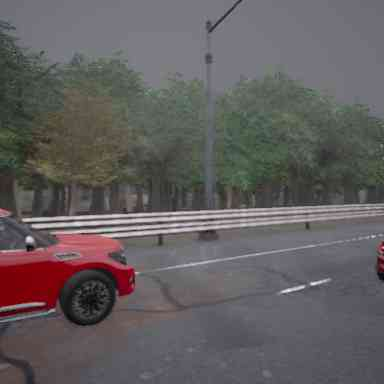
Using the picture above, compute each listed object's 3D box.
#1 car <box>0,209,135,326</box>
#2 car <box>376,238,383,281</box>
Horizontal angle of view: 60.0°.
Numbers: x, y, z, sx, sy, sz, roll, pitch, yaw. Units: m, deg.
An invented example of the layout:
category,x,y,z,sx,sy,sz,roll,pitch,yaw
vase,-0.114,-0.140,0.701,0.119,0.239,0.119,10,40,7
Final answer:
category,x,y,z,sx,sy,sz,roll,pitch,yaw
car,-3.724,1.215,5.376,5.566,2.045,2.150,0,1,-36
car,6.767,1.358,8.573,4.553,1.767,2.097,0,0,-35
